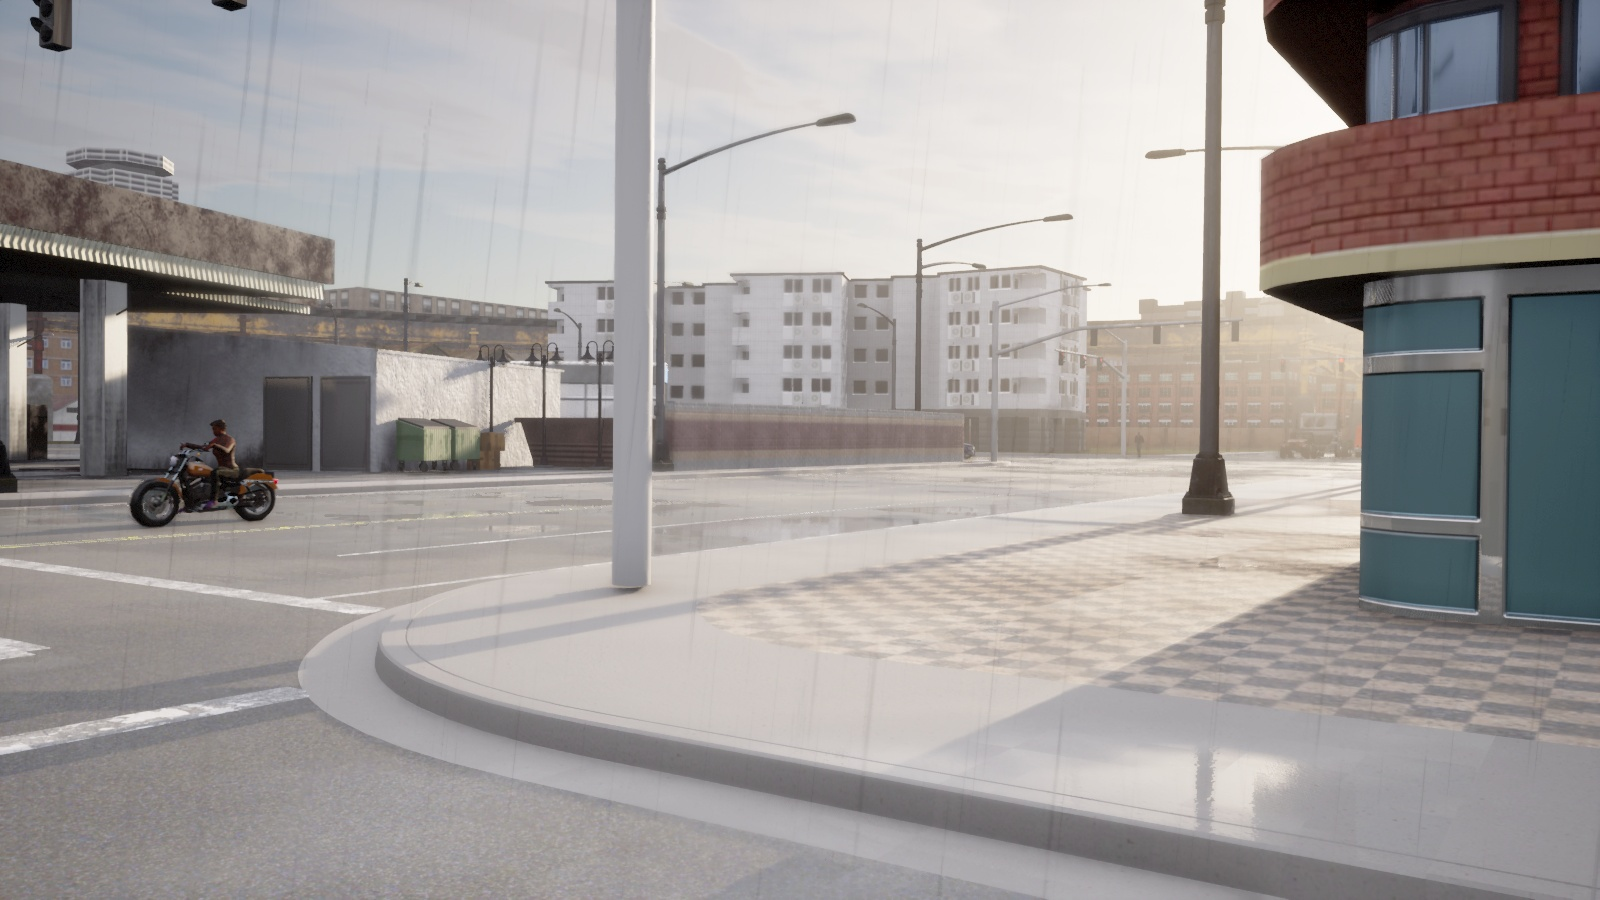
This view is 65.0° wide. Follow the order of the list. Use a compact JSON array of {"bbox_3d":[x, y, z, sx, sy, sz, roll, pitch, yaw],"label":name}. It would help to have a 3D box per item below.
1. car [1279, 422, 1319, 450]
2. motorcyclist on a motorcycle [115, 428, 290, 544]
[{"bbox_3d":[35.019,-0.992,88.101,1.905,1.878,3.866,0,1,33],"label":"car"},{"bbox_3d":[-9.108,0.501,19.262,0.766,1.649,2.350,0,1,33],"label":"motorcyclist on a motorcycle"}]
